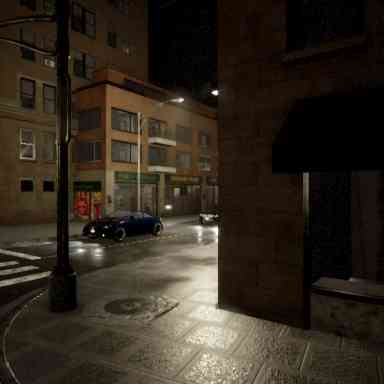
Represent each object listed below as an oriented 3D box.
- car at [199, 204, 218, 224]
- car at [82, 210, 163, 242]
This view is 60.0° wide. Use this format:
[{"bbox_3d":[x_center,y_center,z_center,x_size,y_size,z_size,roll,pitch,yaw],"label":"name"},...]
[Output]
[{"bbox_3d":[2.368,1.580,24.704,1.812,1.442,4.674,0,0,35],"label":"car"},{"bbox_3d":[-3.345,1.595,16.696,1.994,1.385,4.181,0,0,35],"label":"car"}]
